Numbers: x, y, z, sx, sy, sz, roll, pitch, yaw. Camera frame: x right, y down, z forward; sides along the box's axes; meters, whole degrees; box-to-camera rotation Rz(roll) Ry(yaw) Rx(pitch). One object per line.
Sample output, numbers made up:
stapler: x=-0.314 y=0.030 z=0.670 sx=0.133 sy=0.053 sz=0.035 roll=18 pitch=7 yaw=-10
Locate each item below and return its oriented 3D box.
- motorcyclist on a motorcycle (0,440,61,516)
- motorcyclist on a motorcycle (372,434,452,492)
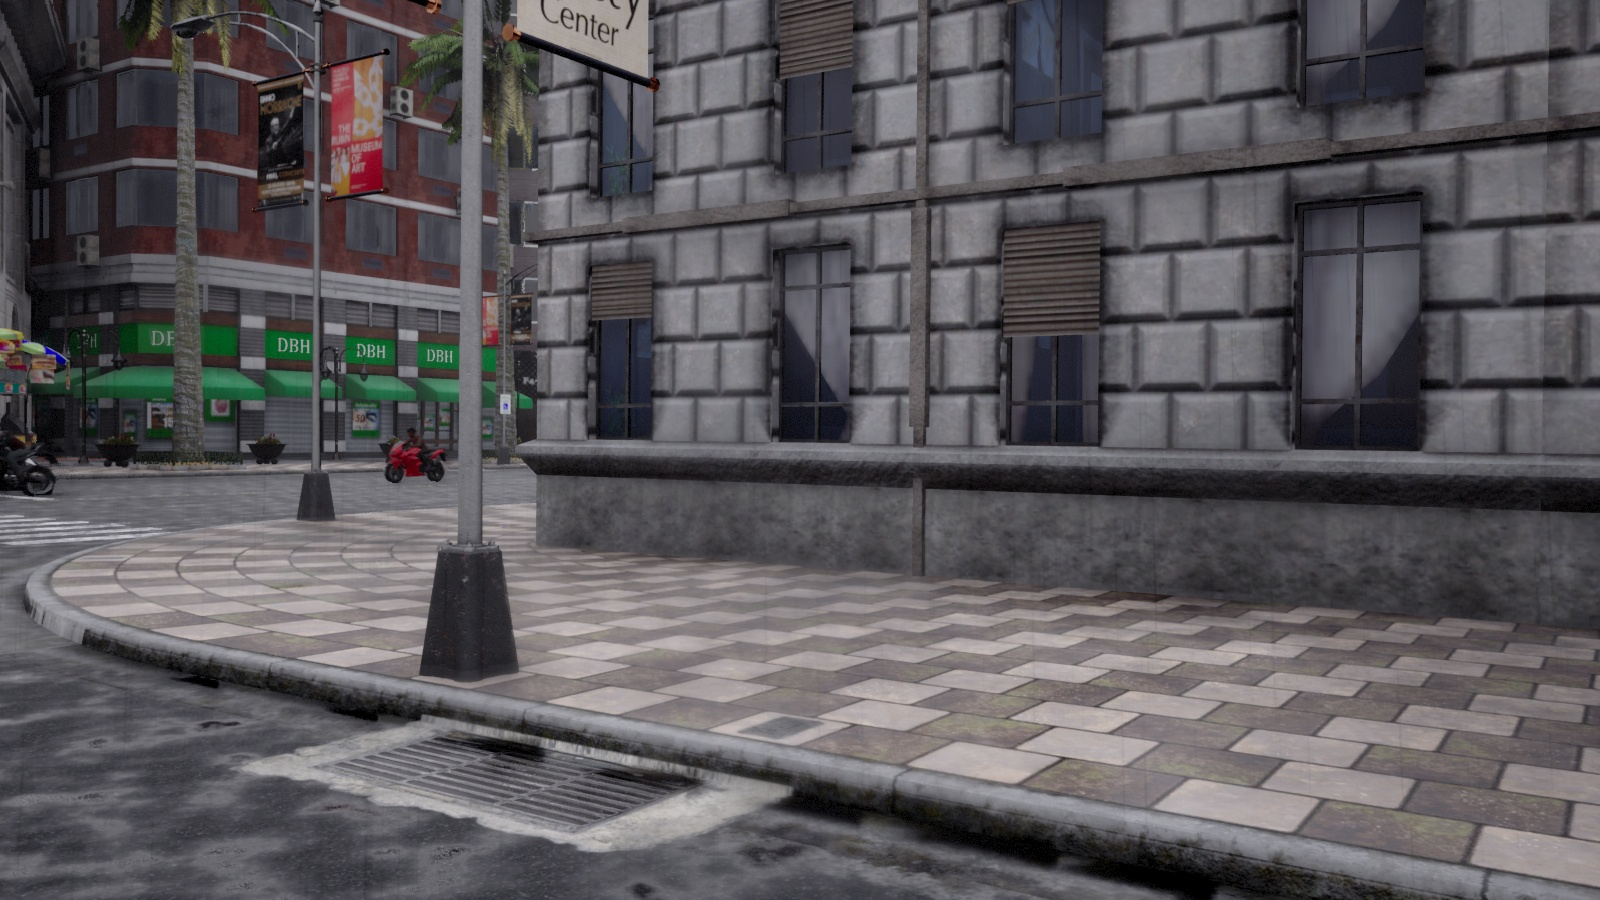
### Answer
motorcyclist on a motorcycle: x=-16.547 y=0.564 z=25.782 sx=0.866 sy=1.530 sz=2.191 roll=0 pitch=1 yaw=34
motorcyclist on a motorcycle: x=-10.640 y=0.339 z=34.514 sx=0.797 sy=1.523 sz=2.044 roll=0 pitch=1 yaw=34
